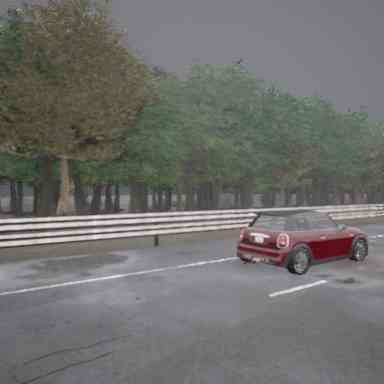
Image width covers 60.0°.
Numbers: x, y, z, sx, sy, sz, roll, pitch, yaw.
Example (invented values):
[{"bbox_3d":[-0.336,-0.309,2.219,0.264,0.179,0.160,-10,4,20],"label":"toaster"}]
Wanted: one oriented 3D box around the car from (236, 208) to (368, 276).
[{"bbox_3d":[3.627,1.368,10.634,4.553,1.767,2.097,0,0,-36],"label":"car"}]
